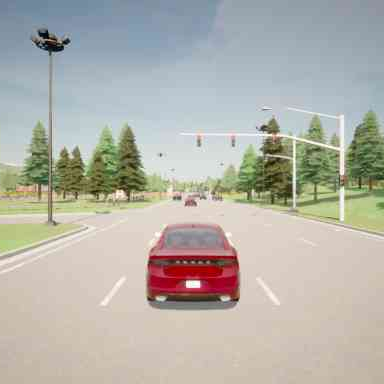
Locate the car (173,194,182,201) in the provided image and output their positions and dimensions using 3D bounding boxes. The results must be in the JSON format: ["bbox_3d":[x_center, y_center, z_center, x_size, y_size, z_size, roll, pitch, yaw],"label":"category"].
[{"bbox_3d":[-3.819,1.469,83.554,1.882,1.535,5.008,0,0,0],"label":"car"}]

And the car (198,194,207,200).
[{"bbox_3d":[3.139,1.524,94.414,1.812,1.442,4.674,0,0,0],"label":"car"}]

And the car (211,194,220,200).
[{"bbox_3d":[6.641,1.372,94.014,2.033,1.411,5.357,0,0,0],"label":"car"}]

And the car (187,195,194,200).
[{"bbox_3d":[-0.359,1.428,94.018,1.895,1.301,4.718,0,0,0],"label":"car"}]

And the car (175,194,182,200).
[{"bbox_3d":[-3.859,1.310,93.974,1.882,1.535,5.008,0,0,0],"label":"car"}]

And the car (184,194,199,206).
[{"bbox_3d":[-0.201,1.526,52.955,1.812,1.442,4.674,0,0,0],"label":"car"}]

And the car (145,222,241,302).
[{"bbox_3d":[0.031,1.478,8.353,1.882,1.535,5.008,0,0,0],"label":"car"}]

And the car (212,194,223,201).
[{"bbox_3d":[6.681,1.517,83.595,2.128,1.511,4.902,0,0,0],"label":"car"}]
